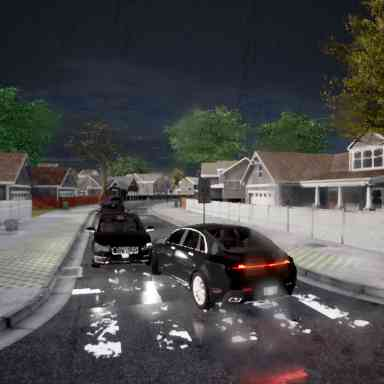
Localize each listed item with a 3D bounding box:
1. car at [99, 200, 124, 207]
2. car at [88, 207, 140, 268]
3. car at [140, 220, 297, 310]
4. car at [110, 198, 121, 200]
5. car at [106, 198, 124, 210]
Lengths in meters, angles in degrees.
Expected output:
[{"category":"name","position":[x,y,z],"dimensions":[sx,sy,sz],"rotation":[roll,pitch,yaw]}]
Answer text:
[{"category":"car","position":[-5.053,1.498,21.239],"dimensions":[1.837,1.490,4.892],"rotation":[0,0,-15]},{"category":"car","position":[-2.532,1.493,11.515],"dimensions":[1.837,1.490,4.892],"rotation":[1,0,-17]},{"category":"car","position":[0.381,1.506,8.017],"dimensions":[1.837,1.490,4.892],"rotation":[0,-1,-24]},{"category":"car","position":[-7.634,1.486,31.266],"dimensions":[2.128,1.511,4.902],"rotation":[0,0,-13]},{"category":"car","position":[-10.036,1.522,43.681],"dimensions":[1.812,1.442,4.674],"rotation":[0,0,-7]}]
